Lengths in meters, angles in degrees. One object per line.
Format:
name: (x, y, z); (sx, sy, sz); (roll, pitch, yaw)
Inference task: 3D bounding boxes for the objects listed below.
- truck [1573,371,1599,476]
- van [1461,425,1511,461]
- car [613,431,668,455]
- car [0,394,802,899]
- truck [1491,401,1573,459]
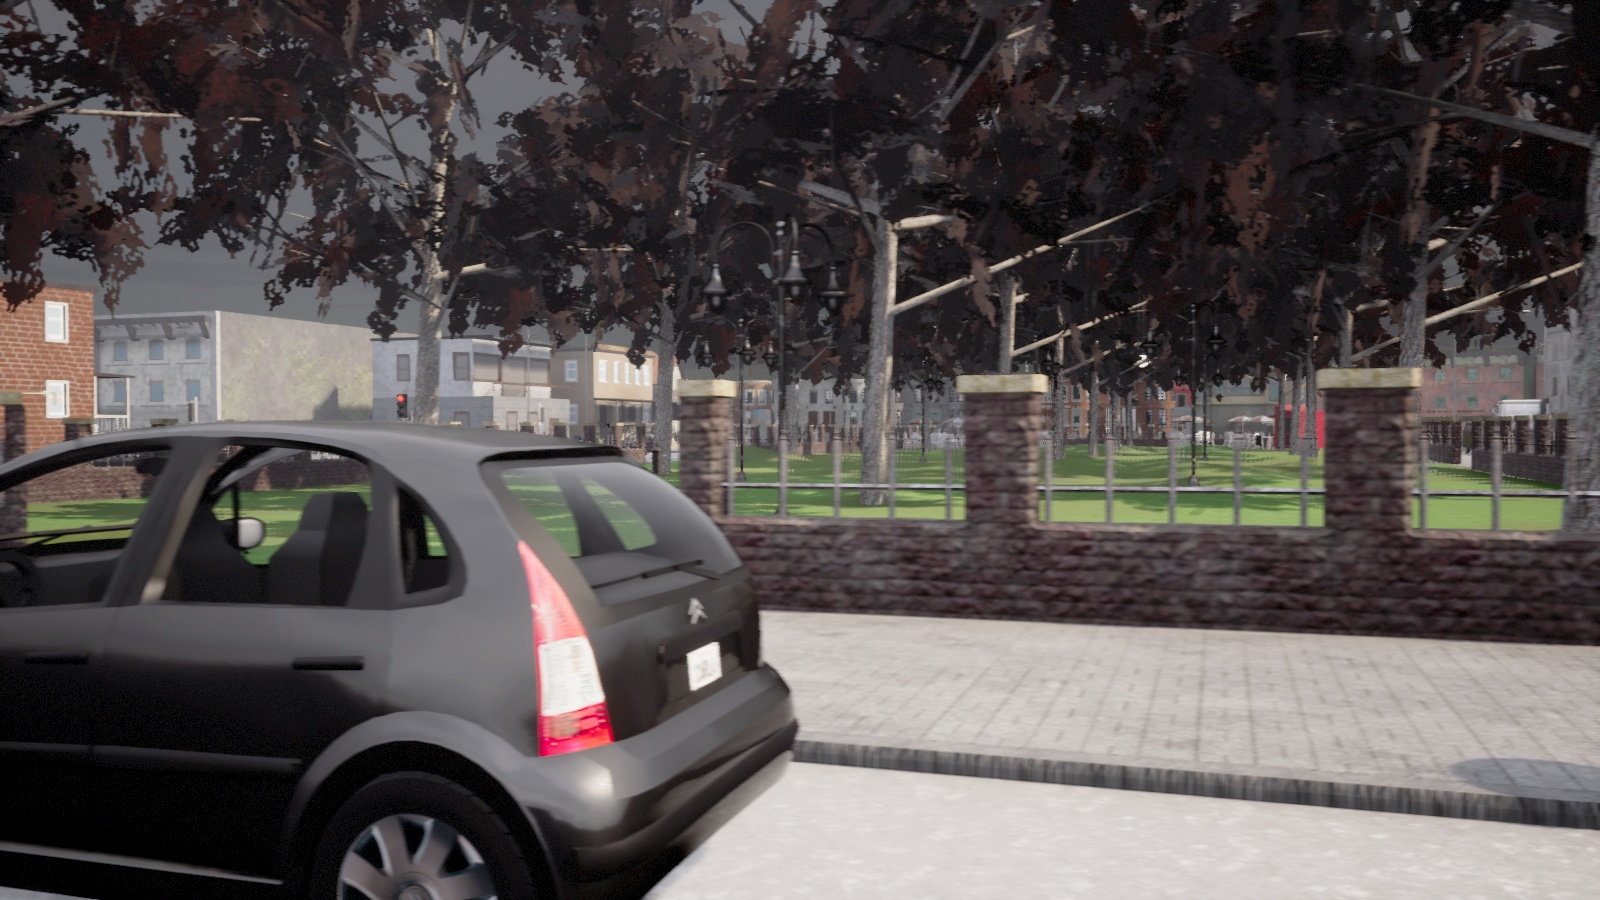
truck: (30.319, -0.940, 44.722); (2.891, 3.827, 8.468); (1, 1, 19)
van: (39.676, -0.436, 72.729); (1.775, 1.987, 4.442); (1, 1, 18)
car: (-10.052, -0.469, 79.392); (1.816, 1.474, 4.193); (1, 1, 19)
car: (-2.173, 0.645, 4.492); (3.988, 1.617, 1.851); (1, 1, 17)
truck: (46.085, -1.252, 79.276); (2.891, 3.462, 7.936); (1, 1, 18)
